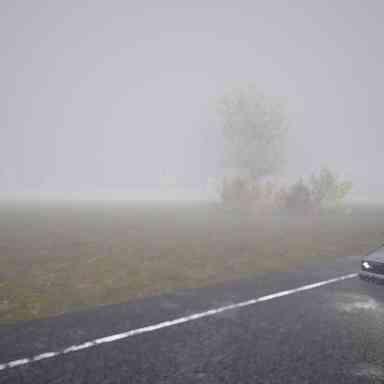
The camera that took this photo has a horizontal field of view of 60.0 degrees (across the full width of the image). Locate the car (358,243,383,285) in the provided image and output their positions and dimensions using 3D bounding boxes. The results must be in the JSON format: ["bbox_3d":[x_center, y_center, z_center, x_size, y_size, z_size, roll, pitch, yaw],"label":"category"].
[{"bbox_3d":[6.515,1.612,8.643,5.357,1.411,2.033,0,0,-35],"label":"car"}]
